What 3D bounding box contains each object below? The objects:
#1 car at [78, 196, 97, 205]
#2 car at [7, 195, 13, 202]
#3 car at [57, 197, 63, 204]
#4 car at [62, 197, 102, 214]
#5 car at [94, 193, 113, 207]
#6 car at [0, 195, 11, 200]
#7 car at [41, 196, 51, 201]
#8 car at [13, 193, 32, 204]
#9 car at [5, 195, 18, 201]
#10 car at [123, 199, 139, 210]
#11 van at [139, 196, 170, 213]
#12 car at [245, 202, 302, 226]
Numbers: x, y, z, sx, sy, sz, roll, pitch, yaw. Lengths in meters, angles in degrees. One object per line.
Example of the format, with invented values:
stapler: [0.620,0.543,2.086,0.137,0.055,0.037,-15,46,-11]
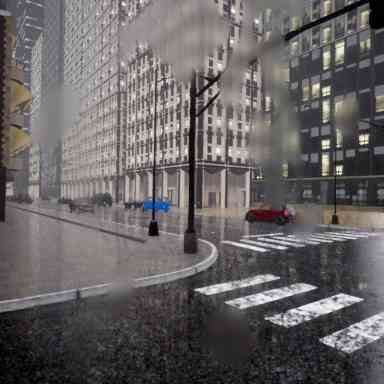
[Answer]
car: [-18.521,1.525,58.824,1.837,1.490,4.892,1,-1,-35]
car: [-37.089,1.396,69.717,1.947,1.339,4.313,1,-1,-35]
car: [-22.621,1.522,59.327,1.994,1.385,4.181,1,-1,-35]
car: [-10.930,1.427,32.870,2.008,1.369,4.403,1,-1,-35]
car: [-14.513,1.255,53.121,2.150,2.045,5.566,1,-1,-35]
car: [-46.803,1.365,83.398,1.752,1.417,4.829,1,-1,-35]
car: [-36.798,1.570,83.778,1.802,1.307,4.206,1,-1,-35]
car: [-30.545,1.155,60.507,2.192,1.841,5.009,1,-1,-35]
car: [-40.358,1.378,74.322,2.008,1.369,4.403,1,-1,-35]
car: [-7.367,1.584,42.326,2.008,1.369,4.403,1,-1,-35]
van: [-4.094,1.382,37.722,1.690,1.788,3.998,1,-1,-35]
car: [5.715,1.505,23.904,1.967,1.590,4.097,1,-1,-35]
